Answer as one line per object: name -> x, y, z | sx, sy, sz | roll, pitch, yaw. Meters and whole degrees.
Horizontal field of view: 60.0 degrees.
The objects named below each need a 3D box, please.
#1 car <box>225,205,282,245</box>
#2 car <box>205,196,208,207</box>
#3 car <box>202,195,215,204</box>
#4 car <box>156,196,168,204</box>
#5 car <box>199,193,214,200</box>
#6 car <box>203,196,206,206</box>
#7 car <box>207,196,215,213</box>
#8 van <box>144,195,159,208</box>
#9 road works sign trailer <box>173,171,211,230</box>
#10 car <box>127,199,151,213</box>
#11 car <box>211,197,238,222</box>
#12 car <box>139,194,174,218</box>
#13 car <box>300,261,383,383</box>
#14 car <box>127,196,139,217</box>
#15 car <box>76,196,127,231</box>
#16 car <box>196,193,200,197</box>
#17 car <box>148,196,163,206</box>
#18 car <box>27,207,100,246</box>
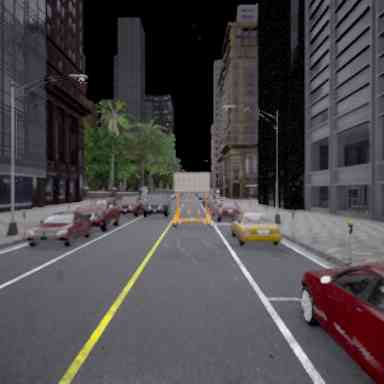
car -> 2.760, 1.510, 15.195 | 1.752, 1.417, 4.829 | 0, 0, 0
car -> 2.760, 1.516, 36.726 | 1.887, 1.381, 4.507 | 0, 0, 0
car -> 2.761, 1.492, 47.745 | 1.752, 1.417, 4.829 | 0, 0, 0
car -> -5.763, 1.539, 63.869 | 1.802, 1.307, 4.206 | 0, 0, 0
car -> 2.760, 1.279, 53.000 | 2.192, 1.841, 5.009 | 0, 0, 0
car -> 2.761, 1.520, 42.150 | 2.008, 1.369, 4.403 | 0, 0, 0
car -> 2.760, 1.414, 31.300 | 1.967, 1.590, 4.097 | 0, 0, 0
van -> -5.765, 1.308, 47.591 | 1.690, 1.788, 3.998 | 0, 0, 0
road works sign trailer -> 0.001, 0.444, 21.149 | 2.380, 3.560, 2.880 | 0, 0, 0
car -> -5.765, 1.516, 36.738 | 1.887, 1.381, 4.507 | 0, 0, 0
car -> 2.760, 1.417, 25.875 | 1.967, 1.590, 4.097 | 0, 0, 0
car -> -3.093, 1.195, 30.356 | 2.150, 2.045, 5.566 | 0, 0, 0
car -> 2.760, 1.540, 4.175 | 1.887, 1.381, 4.507 | 0, 0, 0
car -> -5.766, 1.289, 31.312 | 2.192, 1.841, 5.009 | 0, 0, 0
car -> -5.766, 1.295, 20.460 | 2.192, 1.841, 5.009 | 0, 0, 0
car -> 2.763, 1.498, 90.288 | 1.947, 1.339, 4.313 | 0, 0, 0
car -> -5.764, 1.404, 53.017 | 1.967, 1.590, 4.097 | 0, 0, 0
car -> -5.765, 1.567, 15.035 | 1.802, 1.307, 4.206 | 0, 0, 0
